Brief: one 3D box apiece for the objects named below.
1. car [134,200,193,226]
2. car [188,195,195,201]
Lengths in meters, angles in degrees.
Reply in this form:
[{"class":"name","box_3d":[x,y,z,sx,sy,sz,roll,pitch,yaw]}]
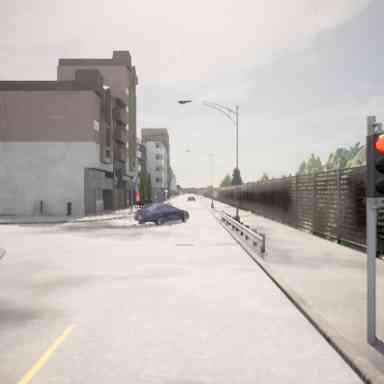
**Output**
[{"class":"car","box_3d":[-2.099,1.525,23.588,1.812,1.442,4.674,1,0,35]},{"class":"car","box_3d":[-0.115,1.521,77.482,1.812,1.442,4.674,0,0,0]}]
